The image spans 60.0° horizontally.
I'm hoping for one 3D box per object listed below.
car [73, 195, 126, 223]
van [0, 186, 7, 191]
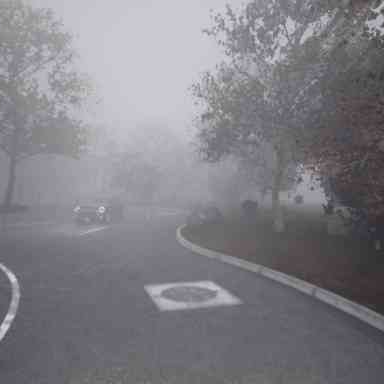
[{"bbox_3d":[-6.010,1.025,22.048,2.097,1.767,4.553,1,1,7],"label":"car"},{"bbox_3d":[-31.067,0.047,51.245,4.442,1.987,1.878,2,2,-41],"label":"van"}]
